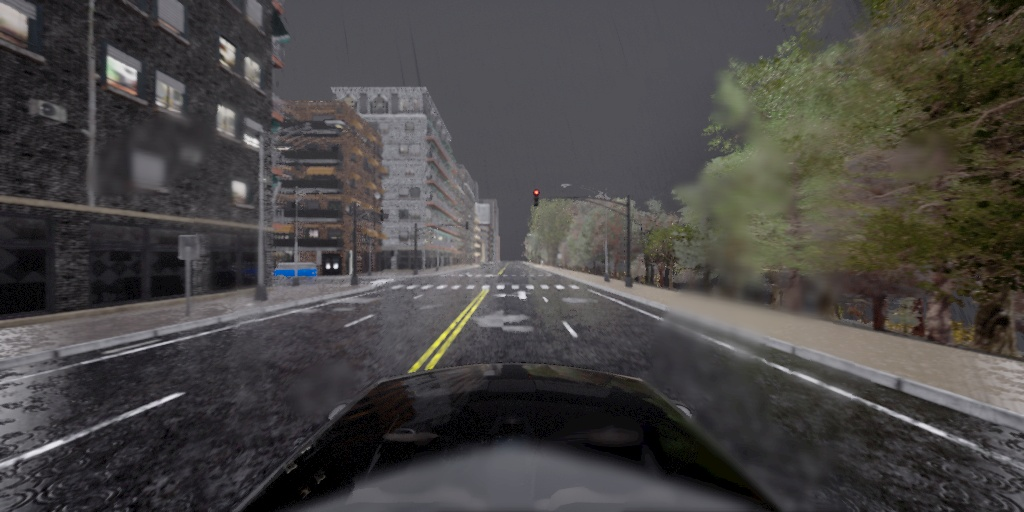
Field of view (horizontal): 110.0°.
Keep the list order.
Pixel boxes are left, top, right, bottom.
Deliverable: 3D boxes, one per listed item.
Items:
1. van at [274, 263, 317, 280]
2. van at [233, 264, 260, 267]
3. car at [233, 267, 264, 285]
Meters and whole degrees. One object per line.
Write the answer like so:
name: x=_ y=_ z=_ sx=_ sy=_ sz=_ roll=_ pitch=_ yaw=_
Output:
van: x=-22.722 y=1.609 z=37.743 sx=3.998 sy=1.789 sz=1.690 roll=0 pitch=0 yaw=-1
van: x=-28.324 y=1.683 z=37.665 sx=3.998 sy=1.789 sz=1.690 roll=0 pitch=0 yaw=-1
car: x=-22.635 y=1.822 z=29.396 sx=4.207 sy=1.307 sz=1.802 roll=0 pitch=0 yaw=-1
